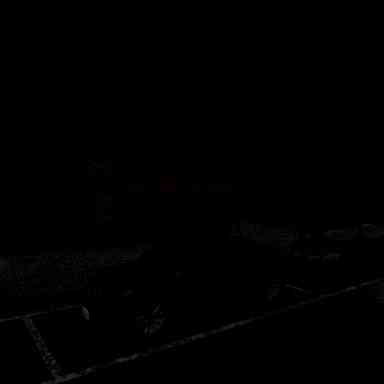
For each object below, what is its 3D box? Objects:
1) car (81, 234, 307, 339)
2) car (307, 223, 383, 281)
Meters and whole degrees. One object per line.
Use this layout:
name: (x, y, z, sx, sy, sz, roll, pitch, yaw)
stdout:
car: (0.072, 1.566, 6.587, 4.313, 1.339, 1.947, 0, 0, -35)
car: (4.552, 1.582, 9.781, 4.206, 1.307, 1.802, 0, 0, -35)
